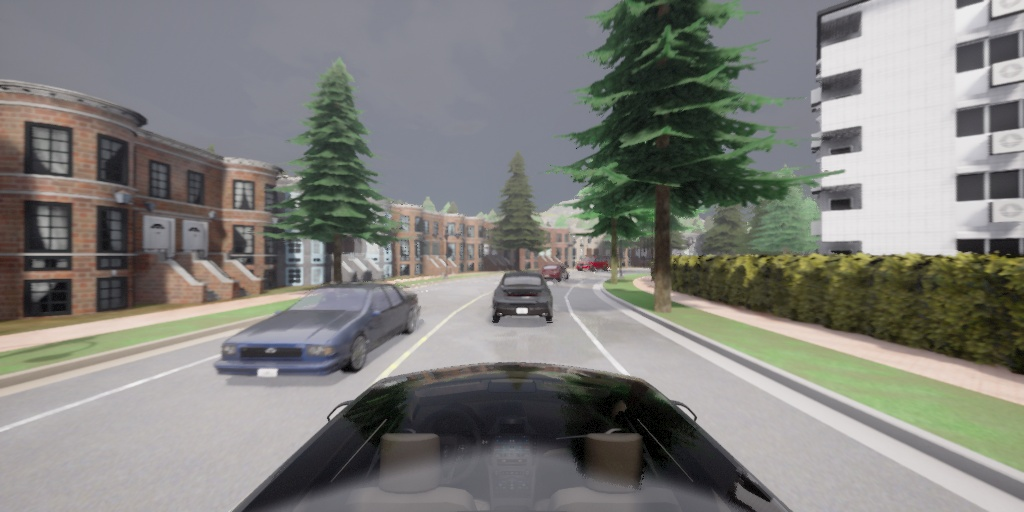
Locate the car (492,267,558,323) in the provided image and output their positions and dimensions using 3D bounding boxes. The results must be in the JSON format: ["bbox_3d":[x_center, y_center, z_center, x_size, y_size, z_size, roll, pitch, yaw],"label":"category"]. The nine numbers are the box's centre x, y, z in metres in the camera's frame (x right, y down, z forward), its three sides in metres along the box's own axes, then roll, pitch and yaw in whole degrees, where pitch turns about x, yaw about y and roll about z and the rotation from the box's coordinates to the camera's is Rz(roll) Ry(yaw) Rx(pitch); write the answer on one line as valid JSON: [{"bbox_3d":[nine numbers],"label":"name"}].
[{"bbox_3d":[0.390,1.284,12.340,1.837,1.490,4.892,0,0,3],"label":"car"}]

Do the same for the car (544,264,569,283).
[{"bbox_3d":[3.435,1.357,29.402,1.812,1.442,4.674,0,0,19],"label":"car"}]

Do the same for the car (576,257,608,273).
[{"bbox_3d":[10.849,1.118,48.244,2.150,2.045,5.566,0,-1,44],"label":"car"}]

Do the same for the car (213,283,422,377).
[{"bbox_3d":[-3.482,1.309,7.851,2.033,1.411,5.357,0,0,1],"label":"car"}]
